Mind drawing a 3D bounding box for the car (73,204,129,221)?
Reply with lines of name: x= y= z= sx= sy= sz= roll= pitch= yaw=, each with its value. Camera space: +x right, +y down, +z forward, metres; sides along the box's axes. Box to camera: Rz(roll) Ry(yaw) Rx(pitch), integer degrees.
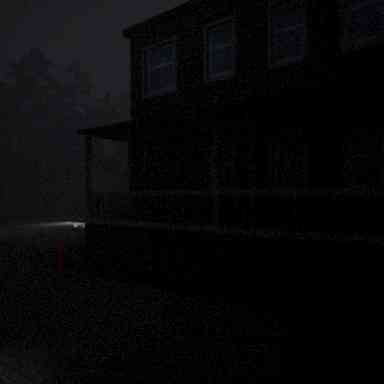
car: x=-7.304 y=1.705 z=28.308 sx=2.033 sy=1.411 sz=5.357 roll=0 pitch=0 yaw=36
